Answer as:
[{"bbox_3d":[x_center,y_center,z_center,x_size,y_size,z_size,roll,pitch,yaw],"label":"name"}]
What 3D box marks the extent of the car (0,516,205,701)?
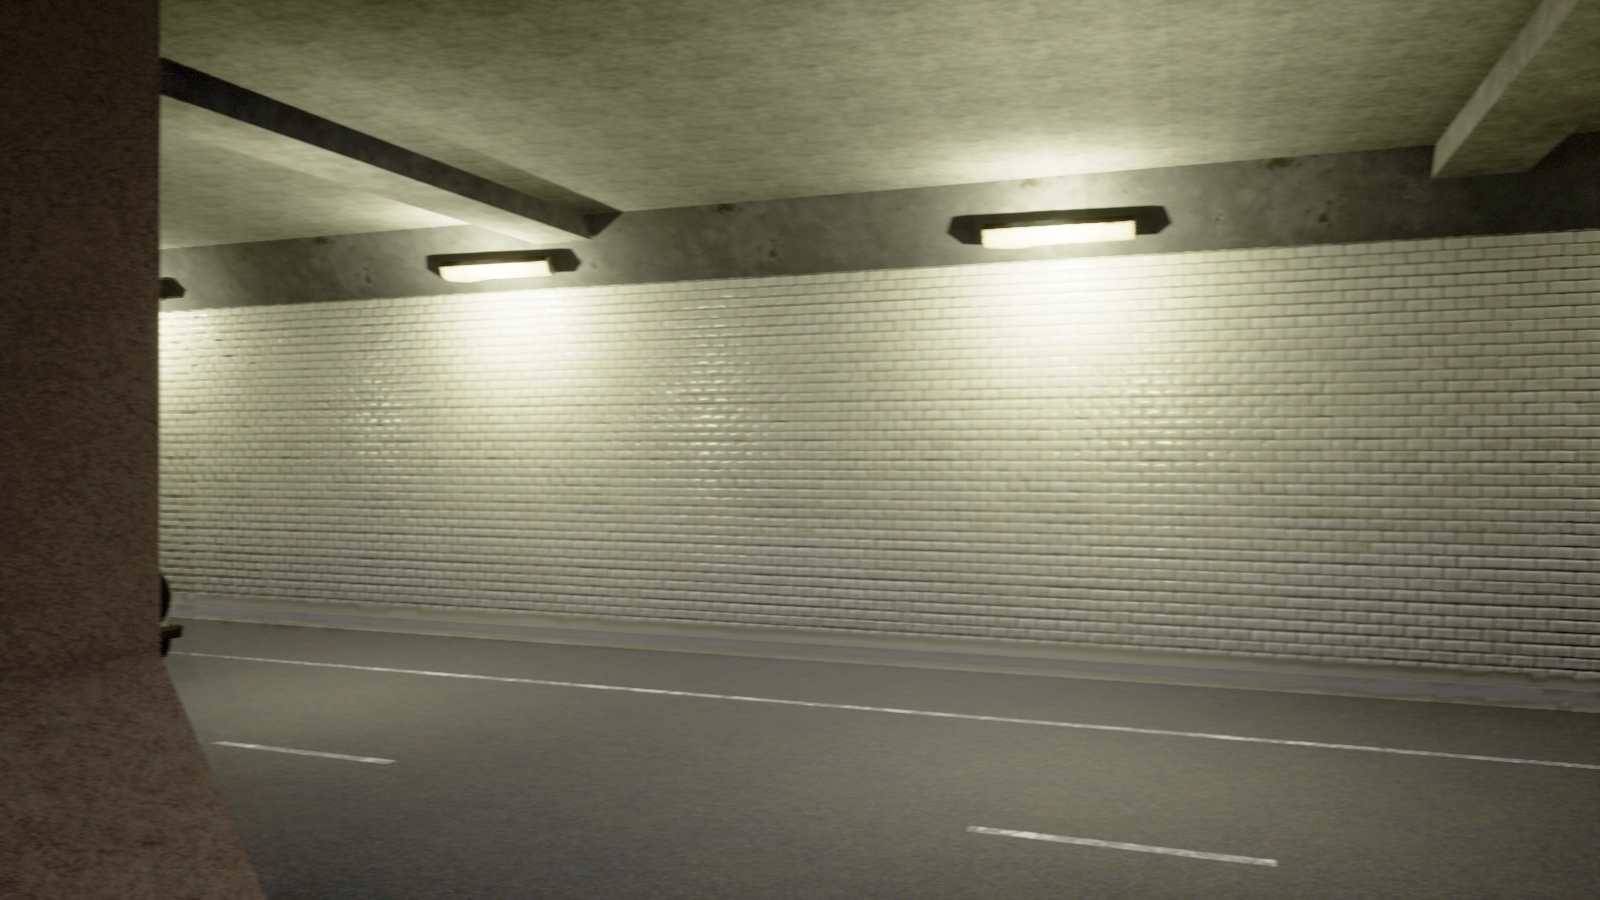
[{"bbox_3d":[-9.700,1.857,14.274,3.866,1.878,1.905,0,0,20],"label":"car"}]
